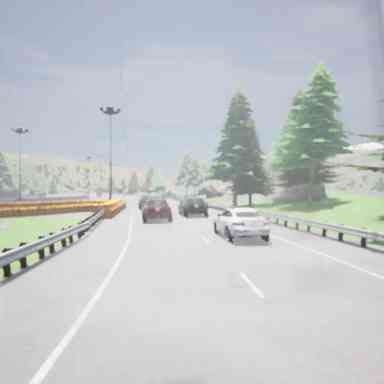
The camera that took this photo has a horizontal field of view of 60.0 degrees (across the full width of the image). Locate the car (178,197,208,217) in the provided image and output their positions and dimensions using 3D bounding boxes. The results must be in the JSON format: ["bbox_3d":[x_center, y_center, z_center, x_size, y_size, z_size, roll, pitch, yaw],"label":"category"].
[{"bbox_3d":[0.031,1.232,29.876,2.097,1.767,4.553,0,0,-10],"label":"car"}]

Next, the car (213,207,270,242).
[{"bbox_3d":[2.268,1.457,15.865,1.812,1.442,4.674,0,0,-7],"label":"car"}]

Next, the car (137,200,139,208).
[{"bbox_3d":[-5.735,1.344,41.627,1.837,1.490,4.892,0,0,-11],"label":"car"}]

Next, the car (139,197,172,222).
[{"bbox_3d":[-2.723,1.255,25.270,2.097,1.767,4.553,0,0,-9],"label":"car"}]
